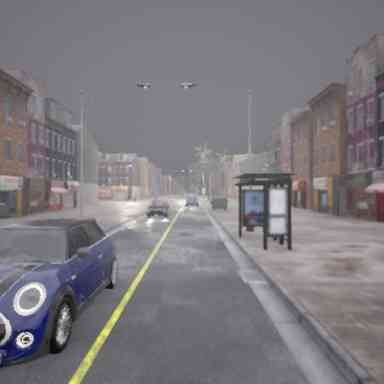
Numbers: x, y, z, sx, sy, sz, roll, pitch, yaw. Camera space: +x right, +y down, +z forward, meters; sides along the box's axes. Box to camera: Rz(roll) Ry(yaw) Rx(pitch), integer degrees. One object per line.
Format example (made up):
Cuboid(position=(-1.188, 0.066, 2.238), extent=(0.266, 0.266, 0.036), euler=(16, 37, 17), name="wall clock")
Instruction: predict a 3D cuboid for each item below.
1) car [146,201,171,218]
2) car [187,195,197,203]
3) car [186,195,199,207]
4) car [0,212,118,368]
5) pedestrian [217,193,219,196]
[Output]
Cuboid(position=(-2.837, 1.460, 29.209), extent=(2.033, 1.411, 5.357), euler=(0, 0, 0), name="car")
Cuboid(position=(0.024, 1.316, 64.866), extent=(1.882, 1.535, 5.008), euler=(0, 0, 0), name="car")
Cuboid(position=(0.037, 1.418, 47.644), extent=(2.033, 1.411, 5.357), euler=(0, 0, 0), name="car")
Cuboid(position=(-2.813, 1.331, 6.063), extent=(2.097, 1.767, 4.553), euler=(0, 0, 0), name="car")
Cuboid(position=(3.025, 1.032, 38.525), extent=(0.375, 1.860, 0.375), euler=(0, 0, -10), name="pedestrian")
